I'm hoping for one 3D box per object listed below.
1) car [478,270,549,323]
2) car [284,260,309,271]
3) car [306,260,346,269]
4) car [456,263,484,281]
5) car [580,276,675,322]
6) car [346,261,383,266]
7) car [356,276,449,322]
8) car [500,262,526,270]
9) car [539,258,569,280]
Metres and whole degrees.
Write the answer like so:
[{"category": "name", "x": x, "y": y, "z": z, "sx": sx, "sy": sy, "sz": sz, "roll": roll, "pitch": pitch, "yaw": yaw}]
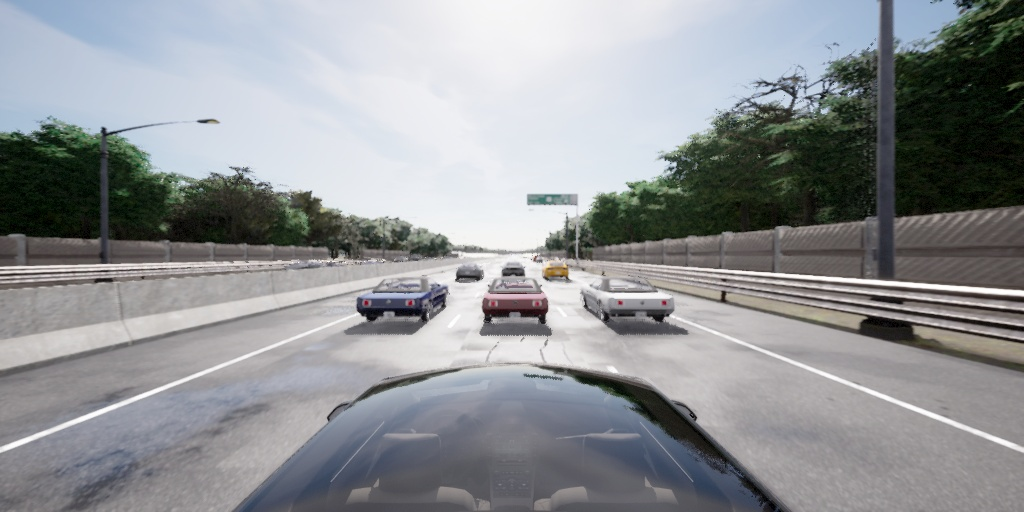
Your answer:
[{"category": "car", "x": 0.093, "y": 1.328, "z": 12.065, "sx": 1.895, "sy": 1.301, "sz": 4.718, "roll": 0, "pitch": 0, "yaw": 0}, {"category": "car", "x": -21.087, "y": 1.163, "z": 36.531, "sx": 2.128, "sy": 1.511, "sz": 4.902, "roll": 0, "pitch": 0, "yaw": 0}, {"category": "car", "x": -17.592, "y": 1.276, "z": 35.031, "sx": 1.895, "sy": 1.301, "sz": 4.718, "roll": 0, "pitch": 0, "yaw": 0}, {"category": "car", "x": -3.404, "y": 1.251, "z": 29.460, "sx": 1.994, "sy": 1.385, "sz": 4.181, "roll": 0, "pitch": 0, "yaw": 0}, {"category": "car", "x": 3.593, "y": 1.328, "z": 12.176, "sx": 1.895, "sy": 1.301, "sz": 4.718, "roll": 0, "pitch": 0, "yaw": 0}, {"category": "car", "x": -14.093, "y": 1.220, "z": 35.876, "sx": 2.033, "sy": 1.411, "sz": 5.357, "roll": 0, "pitch": 0, "yaw": 0}, {"category": "car", "x": -3.406, "y": 1.328, "z": 12.190, "sx": 1.895, "sy": 1.301, "sz": 4.718, "roll": 0, "pitch": 0, "yaw": 0}, {"category": "car", "x": 0.096, "y": 1.193, "z": 28.877, "sx": 1.837, "sy": 1.490, "sz": 4.892, "roll": 0, "pitch": 0, "yaw": 0}, {"category": "car", "x": 3.598, "y": 1.163, "z": 30.364, "sx": 1.882, "sy": 1.535, "sz": 5.008, "roll": 0, "pitch": 0, "yaw": 0}]
